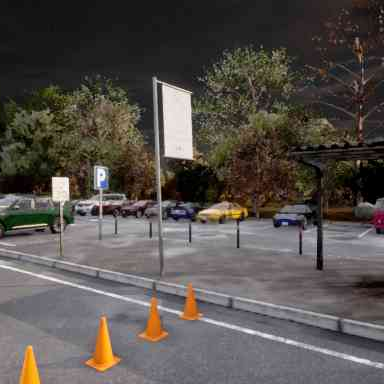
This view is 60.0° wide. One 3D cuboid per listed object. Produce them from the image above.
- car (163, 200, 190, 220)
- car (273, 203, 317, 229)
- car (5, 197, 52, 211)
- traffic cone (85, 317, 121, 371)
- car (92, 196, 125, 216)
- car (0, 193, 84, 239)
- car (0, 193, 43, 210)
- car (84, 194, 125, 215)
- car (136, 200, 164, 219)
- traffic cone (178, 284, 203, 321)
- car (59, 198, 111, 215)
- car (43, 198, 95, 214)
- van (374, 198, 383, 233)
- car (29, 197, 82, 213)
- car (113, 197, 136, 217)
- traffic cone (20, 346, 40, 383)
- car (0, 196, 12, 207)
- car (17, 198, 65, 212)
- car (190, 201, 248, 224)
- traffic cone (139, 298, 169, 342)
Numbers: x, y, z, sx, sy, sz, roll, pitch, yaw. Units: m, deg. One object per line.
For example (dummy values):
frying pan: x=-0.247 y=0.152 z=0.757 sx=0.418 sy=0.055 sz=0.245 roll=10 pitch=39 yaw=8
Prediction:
car: x=0.241 y=1.504 z=26.927 sx=2.163 sy=1.488 sz=4.792 roll=0 pitch=0 yaw=35
car: x=7.018 y=1.513 z=22.088 sx=2.163 sy=1.488 sz=4.792 roll=0 pitch=0 yaw=35
car: x=-20.194 y=1.452 z=41.306 sx=2.163 sy=1.488 sz=4.792 roll=0 pitch=0 yaw=35
traffic cone: x=-1.171 y=1.957 z=4.391 sx=0.340 sy=0.580 sz=0.340 roll=0 pitch=0 yaw=35
car: x=-6.582 y=1.466 z=31.700 sx=2.097 sy=1.535 sz=5.008 roll=0 pitch=0 yaw=35
car: x=-8.877 y=1.221 z=17.280 sx=2.435 sy=2.045 sz=5.566 roll=0 pitch=0 yaw=35
car: x=-22.495 y=1.153 z=42.855 sx=2.435 sy=2.045 sz=5.566 roll=0 pitch=0 yaw=35
car: x=-8.872 y=1.212 z=33.269 sx=2.435 sy=2.045 sz=5.566 roll=0 pitch=0 yaw=35
car: x=-2.041 y=1.473 z=28.506 sx=2.231 sy=1.521 sz=4.892 roll=0 pitch=0 yaw=35
traffic cone: x=-0.020 y=1.957 z=6.023 sx=0.340 sy=0.580 sz=0.340 roll=0 pitch=0 yaw=36
car: x=-11.128 y=1.461 z=34.884 sx=2.231 sy=1.521 sz=4.892 roll=0 pitch=0 yaw=35
car: x=-13.400 y=1.455 z=36.483 sx=2.097 sy=1.535 sz=5.008 roll=0 pitch=0 yaw=35
van: x=11.641 y=1.263 z=19.013 sx=1.878 sy=1.987 sz=4.442 roll=0 pitch=0 yaw=35
car: x=-15.561 y=1.444 z=38.237 sx=1.946 sy=1.575 sz=5.366 roll=0 pitch=0 yaw=35
car: x=-4.312 y=1.469 z=30.102 sx=2.097 sy=1.535 sz=5.008 roll=0 pitch=0 yaw=35
traffic cone: x=-1.747 y=1.957 z=3.575 sx=0.340 sy=0.580 sz=0.340 roll=0 pitch=0 yaw=35
car: x=-29.184 y=1.332 z=47.824 sx=1.946 sy=1.575 sz=5.366 roll=1 pitch=0 yaw=35
car: x=-17.952 y=1.469 z=39.657 sx=2.163 sy=1.488 sz=4.792 roll=0 pitch=0 yaw=35
car: x=2.387 y=1.474 z=25.155 sx=1.946 sy=1.575 sz=5.366 roll=0 pitch=0 yaw=35
traffic cone: x=-0.596 y=1.957 z=5.207 sx=0.340 sy=0.580 sz=0.340 roll=0 pitch=0 yaw=35
